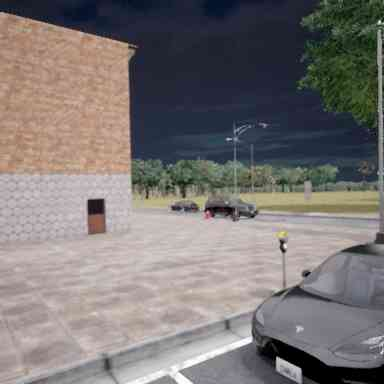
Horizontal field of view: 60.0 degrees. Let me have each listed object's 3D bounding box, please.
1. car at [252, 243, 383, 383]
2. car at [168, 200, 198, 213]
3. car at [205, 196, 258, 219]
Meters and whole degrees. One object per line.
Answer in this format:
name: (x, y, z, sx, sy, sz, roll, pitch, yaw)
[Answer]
car: (2.796, 1.498, 4.815, 4.313, 1.339, 1.947, -1, 0, -35)
car: (-1.136, 1.822, 41.716, 1.837, 1.490, 4.892, -2, 0, -35)
car: (3.440, 1.370, 30.196, 2.150, 2.045, 5.566, -2, 1, -35)
